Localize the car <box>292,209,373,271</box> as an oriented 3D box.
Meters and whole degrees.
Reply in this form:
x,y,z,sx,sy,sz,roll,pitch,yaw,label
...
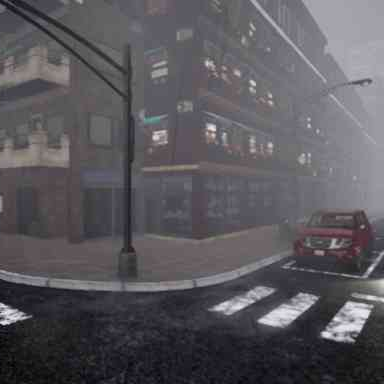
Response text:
x,y,z,sx,sy,sz,roll,pitch,yaw,label
5.353,1.595,12.292,2.192,1.841,5.009,-1,-2,35,car
